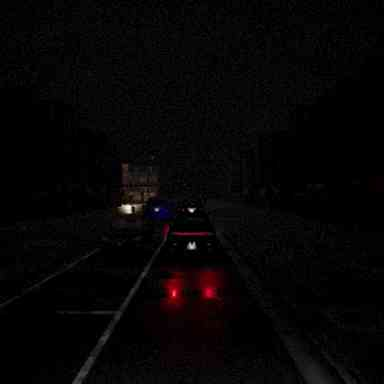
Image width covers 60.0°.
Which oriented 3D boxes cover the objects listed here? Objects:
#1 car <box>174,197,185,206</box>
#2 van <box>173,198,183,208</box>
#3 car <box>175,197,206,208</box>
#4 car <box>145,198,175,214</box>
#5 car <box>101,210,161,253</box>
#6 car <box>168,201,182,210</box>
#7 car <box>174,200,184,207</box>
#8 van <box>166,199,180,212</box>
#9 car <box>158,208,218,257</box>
[{"bbox_3d":[-2.697,2.127,74.106,2.192,1.841,5.009,0,-1,0],"label":"car"},{"bbox_3d":[-2.689,2.028,63.238,1.690,1.788,3.998,0,-1,0],"label":"van"},{"bbox_3d":[-0.009,1.516,27.554,2.150,2.045,5.566,0,0,0],"label":"car"},{"bbox_3d":[-2.772,1.529,28.824,2.150,2.045,5.566,0,-1,0],"label":"car"},{"bbox_3d":[-2.652,1.702,14.334,2.008,1.369,4.403,0,-1,0],"label":"car"},{"bbox_3d":[-2.680,2.129,52.369,1.947,1.339,4.313,0,-1,0],"label":"car"},{"bbox_3d":[-2.692,2.294,68.670,1.887,1.381,4.507,0,-1,0],"label":"car"},{"bbox_3d":[-2.677,1.844,46.938,1.690,1.788,3.998,0,-1,0],"label":"van"},{"bbox_3d":[0.013,1.635,13.493,2.128,1.511,4.902,0,0,1],"label":"car"}]
